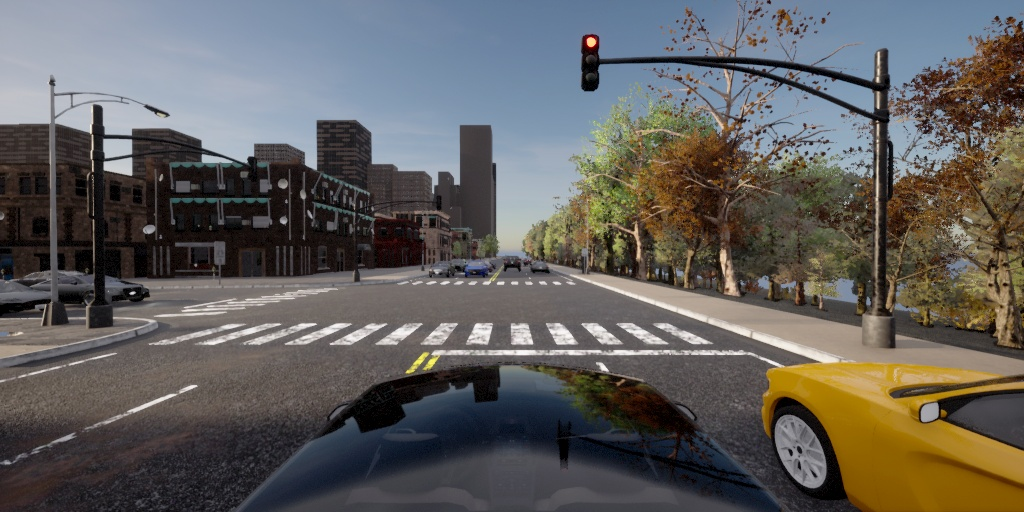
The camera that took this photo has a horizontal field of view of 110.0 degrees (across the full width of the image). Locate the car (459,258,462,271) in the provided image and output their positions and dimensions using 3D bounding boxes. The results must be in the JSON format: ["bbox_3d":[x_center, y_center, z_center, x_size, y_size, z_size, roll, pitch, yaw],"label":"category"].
[{"bbox_3d":[-6.634,1.087,44.216,2.097,1.767,4.553,0,0,0],"label":"car"}]

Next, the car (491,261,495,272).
[{"bbox_3d":[-3.382,1.261,44.130,1.812,1.442,4.674,0,0,0],"label":"car"}]

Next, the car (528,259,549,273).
[{"bbox_3d":[3.304,1.299,43.438,1.994,1.385,4.181,0,0,0],"label":"car"}]

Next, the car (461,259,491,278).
[{"bbox_3d":[-3.376,1.217,34.733,1.882,1.535,5.008,0,0,0],"label":"car"}]

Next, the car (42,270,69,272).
[{"bbox_3d":[-28.301,1.559,22.040,4.403,1.370,2.007,0,0,0],"label":"car"}]

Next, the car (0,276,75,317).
[{"bbox_3d":[-19.959,1.565,13.537,4.313,1.339,1.948,0,0,0],"label":"car"}]

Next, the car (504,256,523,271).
[{"bbox_3d":[0.050,0.954,48.969,2.150,2.045,5.566,0,0,0],"label":"car"}]

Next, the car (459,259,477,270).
[{"bbox_3d":[-6.634,1.222,54.585,2.128,1.511,4.902,0,0,0],"label":"car"}]

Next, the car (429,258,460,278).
[{"bbox_3d":[-6.625,1.231,34.342,2.128,1.511,4.902,0,0,0],"label":"car"}]

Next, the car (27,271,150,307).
[{"bbox_3d":[-19.186,1.526,16.243,4.181,1.385,1.994,-1,1,0],"label":"car"}]

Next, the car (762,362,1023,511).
[{"bbox_3d":[3.351,1.228,1.432,1.882,1.535,5.008,0,0,0],"label":"car"}]
